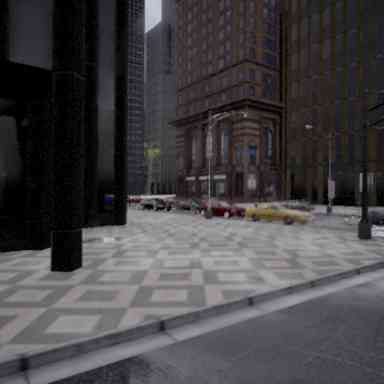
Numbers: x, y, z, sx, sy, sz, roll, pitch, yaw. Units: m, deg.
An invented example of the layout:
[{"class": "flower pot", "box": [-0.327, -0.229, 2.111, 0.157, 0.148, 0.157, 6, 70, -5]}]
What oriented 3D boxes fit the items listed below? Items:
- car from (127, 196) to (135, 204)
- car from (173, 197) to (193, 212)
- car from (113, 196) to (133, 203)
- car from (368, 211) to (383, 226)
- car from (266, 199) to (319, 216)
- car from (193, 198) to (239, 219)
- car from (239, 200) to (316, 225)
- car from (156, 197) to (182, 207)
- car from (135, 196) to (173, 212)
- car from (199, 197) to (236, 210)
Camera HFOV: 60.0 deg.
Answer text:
[{"class": "car", "box": [-9.639, 1.330, 57.228, 1.887, 1.381, 4.507, 1, 0, -36]}, {"class": "car", "box": [0.272, 1.343, 33.525, 1.994, 1.385, 4.181, 1, 0, -36]}, {"class": "car", "box": [-12.786, 1.344, 61.616, 1.947, 1.339, 4.313, 1, 0, -36]}, {"class": "car", "box": [12.020, 1.399, 17.137, 2.033, 1.411, 5.357, 0, 1, -36]}, {"class": "car", "box": [9.244, 1.384, 30.907, 2.008, 1.369, 4.403, 1, 0, -36]}, {"class": "car", "box": [2.359, 1.313, 25.880, 1.887, 1.381, 4.507, 1, 0, -36]}, {"class": "car", "box": [5.548, 1.307, 21.435, 1.752, 1.417, 4.829, 1, 0, -36]}, {"class": "car", "box": [-3.345, 1.381, 48.454, 1.802, 1.307, 4.206, 1, 0, -36]}, {"class": "car", "box": [-3.820, 1.315, 34.493, 1.947, 1.339, 4.313, 1, 0, -36]}, {"class": "car", "box": [2.950, 1.358, 39.680, 1.887, 1.381, 4.507, 1, 0, -36]}]
